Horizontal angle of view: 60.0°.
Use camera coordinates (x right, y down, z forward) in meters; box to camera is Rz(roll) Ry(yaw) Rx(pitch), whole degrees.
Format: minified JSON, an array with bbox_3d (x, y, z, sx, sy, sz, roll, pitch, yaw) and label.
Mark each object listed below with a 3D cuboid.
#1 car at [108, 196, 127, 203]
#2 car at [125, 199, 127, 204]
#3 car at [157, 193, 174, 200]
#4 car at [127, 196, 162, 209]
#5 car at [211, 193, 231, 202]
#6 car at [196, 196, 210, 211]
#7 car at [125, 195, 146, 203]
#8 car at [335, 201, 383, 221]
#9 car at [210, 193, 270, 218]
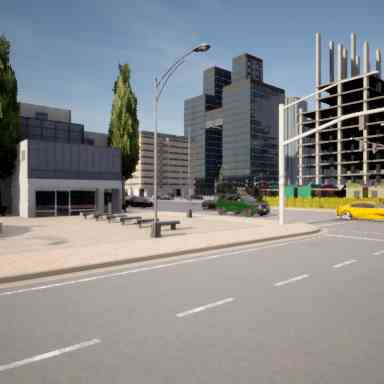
[{"bbox_3d":[-15.228,1.505,67.713,1.837,1.490,4.892,0,0,-38],"label":"car"},{"bbox_3d":[-9.016,1.601,53.880,1.895,1.301,4.718,0,0,-38],"label":"car"},{"bbox_3d":[-6.380,1.156,85.082,3.866,1.878,1.905,0,0,-40],"label":"car"},{"bbox_3d":[-6.449,1.601,44.898,1.895,1.301,4.718,0,0,-38],"label":"car"},{"bbox_3d":[6.165,1.156,69.992,3.866,1.878,1.905,0,0,-40],"label":"car"},{"bbox_3d":[3.157,1.492,38.330,2.128,1.511,4.902,0,0,-38],"label":"car"},{"bbox_3d":[-11.717,1.491,68.910,2.128,1.511,4.902,0,0,-38],"label":"car"},{"bbox_3d":[13.784,1.477,25.743,5.008,1.535,1.882,0,0,43],"label":"car"},{"bbox_3d":[4.569,1.221,30.867,2.150,2.045,5.566,0,0,-38],"label":"car"}]
